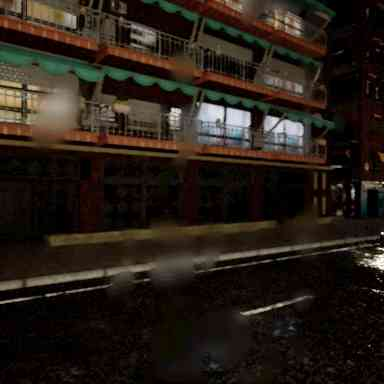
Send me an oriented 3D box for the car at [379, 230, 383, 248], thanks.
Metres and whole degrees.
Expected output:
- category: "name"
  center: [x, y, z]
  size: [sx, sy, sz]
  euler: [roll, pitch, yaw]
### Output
- category: "car"
  center: [10.231, 1.779, 14.846]
  size: [4.674, 1.442, 1.812]
  euler: [1, -1, -35]
